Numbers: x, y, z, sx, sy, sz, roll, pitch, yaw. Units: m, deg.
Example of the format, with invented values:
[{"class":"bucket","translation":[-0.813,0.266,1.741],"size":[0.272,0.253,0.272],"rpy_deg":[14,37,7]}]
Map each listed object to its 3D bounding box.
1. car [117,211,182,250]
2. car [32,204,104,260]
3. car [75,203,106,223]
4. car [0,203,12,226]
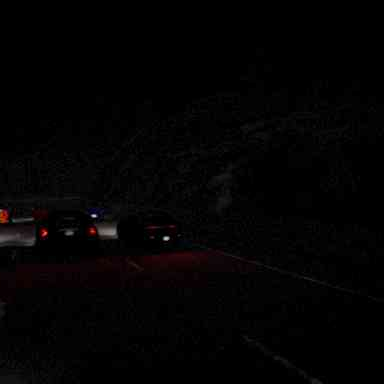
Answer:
[{"class":"car","translation":[-2.057,1.591,15.017],"size":[2.128,1.511,4.902],"rpy_deg":[0,0,-26]},{"class":"car","translation":[-5.161,1.470,13.397],"size":[2.097,1.767,4.553],"rpy_deg":[0,0,-26]},{"class":"car","translation":[-8.871,1.762,28.822],"size":[1.812,1.442,4.674],"rpy_deg":[0,0,-26]},{"class":"car","translation":[-14.943,1.626,25.297],"size":[2.097,1.767,4.553],"rpy_deg":[0,0,-26]}]
